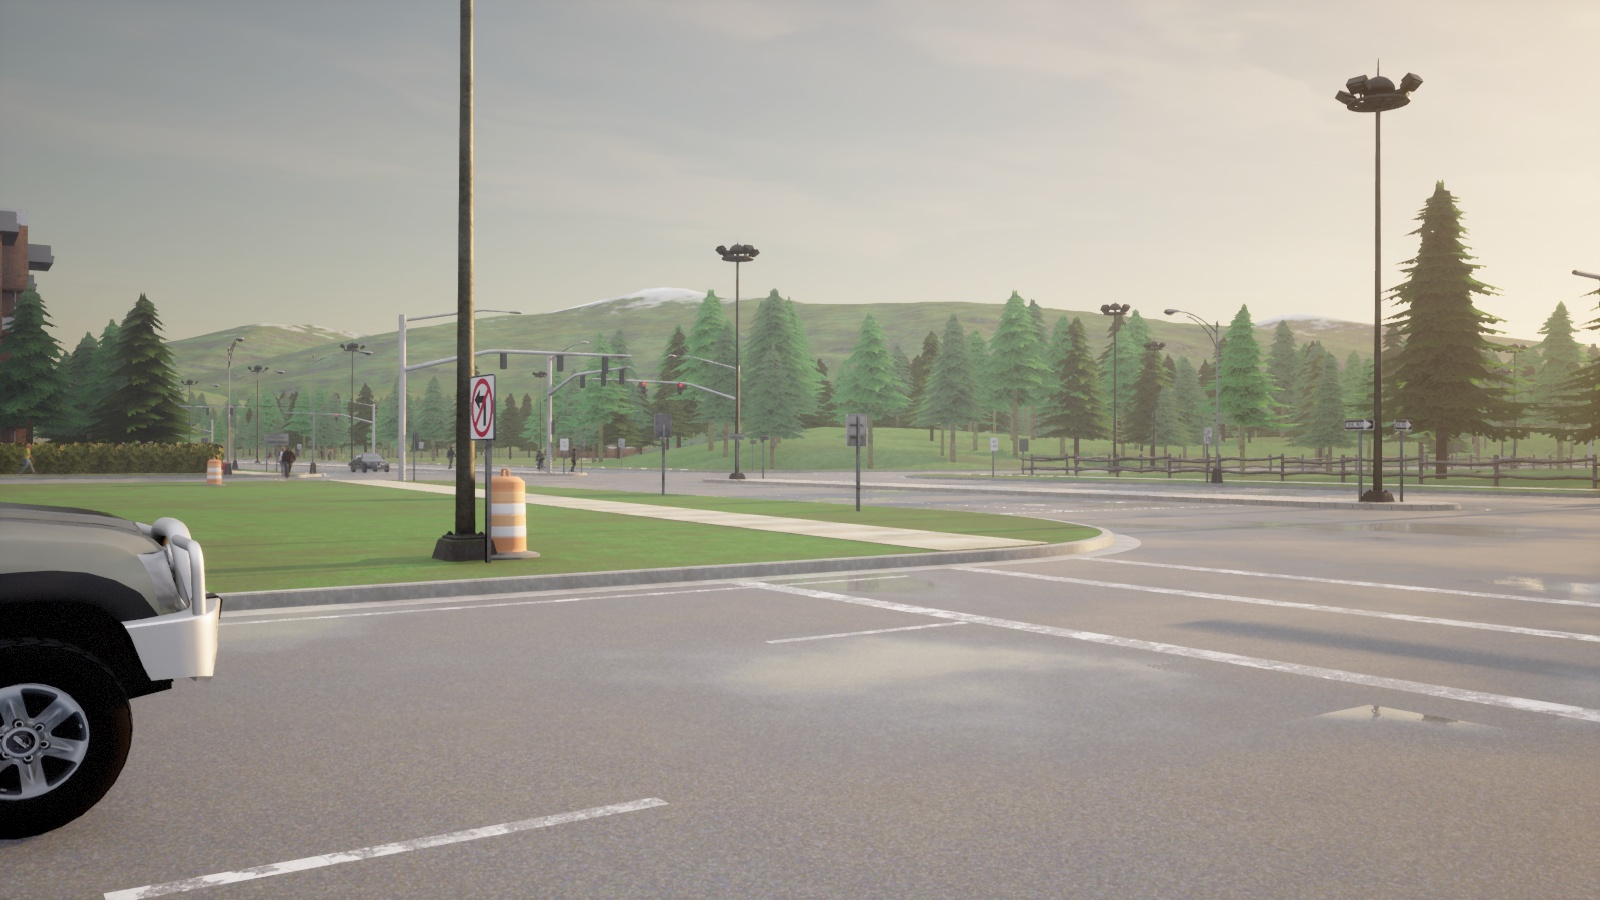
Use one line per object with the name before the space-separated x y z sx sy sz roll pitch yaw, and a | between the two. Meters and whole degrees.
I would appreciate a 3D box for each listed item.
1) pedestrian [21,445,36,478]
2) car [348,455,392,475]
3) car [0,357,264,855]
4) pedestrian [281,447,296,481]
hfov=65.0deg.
pedestrian | -43.265 0.638 70.437 0.706 1.836 0.354 0 0 -34
car | -31.644 1.063 92.293 1.812 1.442 4.674 0 0 -35
car | -4.662 0.583 4.678 4.605 1.855 1.932 0 0 -35
pedestrian | -28.369 0.768 69.590 0.634 1.844 0.899 0 0 -31
